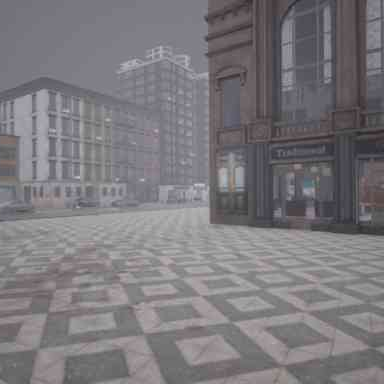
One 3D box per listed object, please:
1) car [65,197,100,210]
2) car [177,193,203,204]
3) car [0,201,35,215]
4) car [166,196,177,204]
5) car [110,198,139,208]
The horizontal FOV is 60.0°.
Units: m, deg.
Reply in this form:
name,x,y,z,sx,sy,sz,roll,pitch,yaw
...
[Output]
name,x,y,z,sx,sy,sz,roll,pitch,yaw
car,-14.433,1.498,44.061,1.837,1.490,4.892,-1,0,36
car,0.062,0.933,58.565,2.097,1.767,4.553,-1,0,36
car,-18.059,1.553,33.414,1.994,1.385,4.181,-1,0,36
car,-2.628,1.440,60.385,1.882,1.535,5.008,-1,0,36
car,-9.222,1.520,45.750,1.994,1.385,4.181,-1,0,35
